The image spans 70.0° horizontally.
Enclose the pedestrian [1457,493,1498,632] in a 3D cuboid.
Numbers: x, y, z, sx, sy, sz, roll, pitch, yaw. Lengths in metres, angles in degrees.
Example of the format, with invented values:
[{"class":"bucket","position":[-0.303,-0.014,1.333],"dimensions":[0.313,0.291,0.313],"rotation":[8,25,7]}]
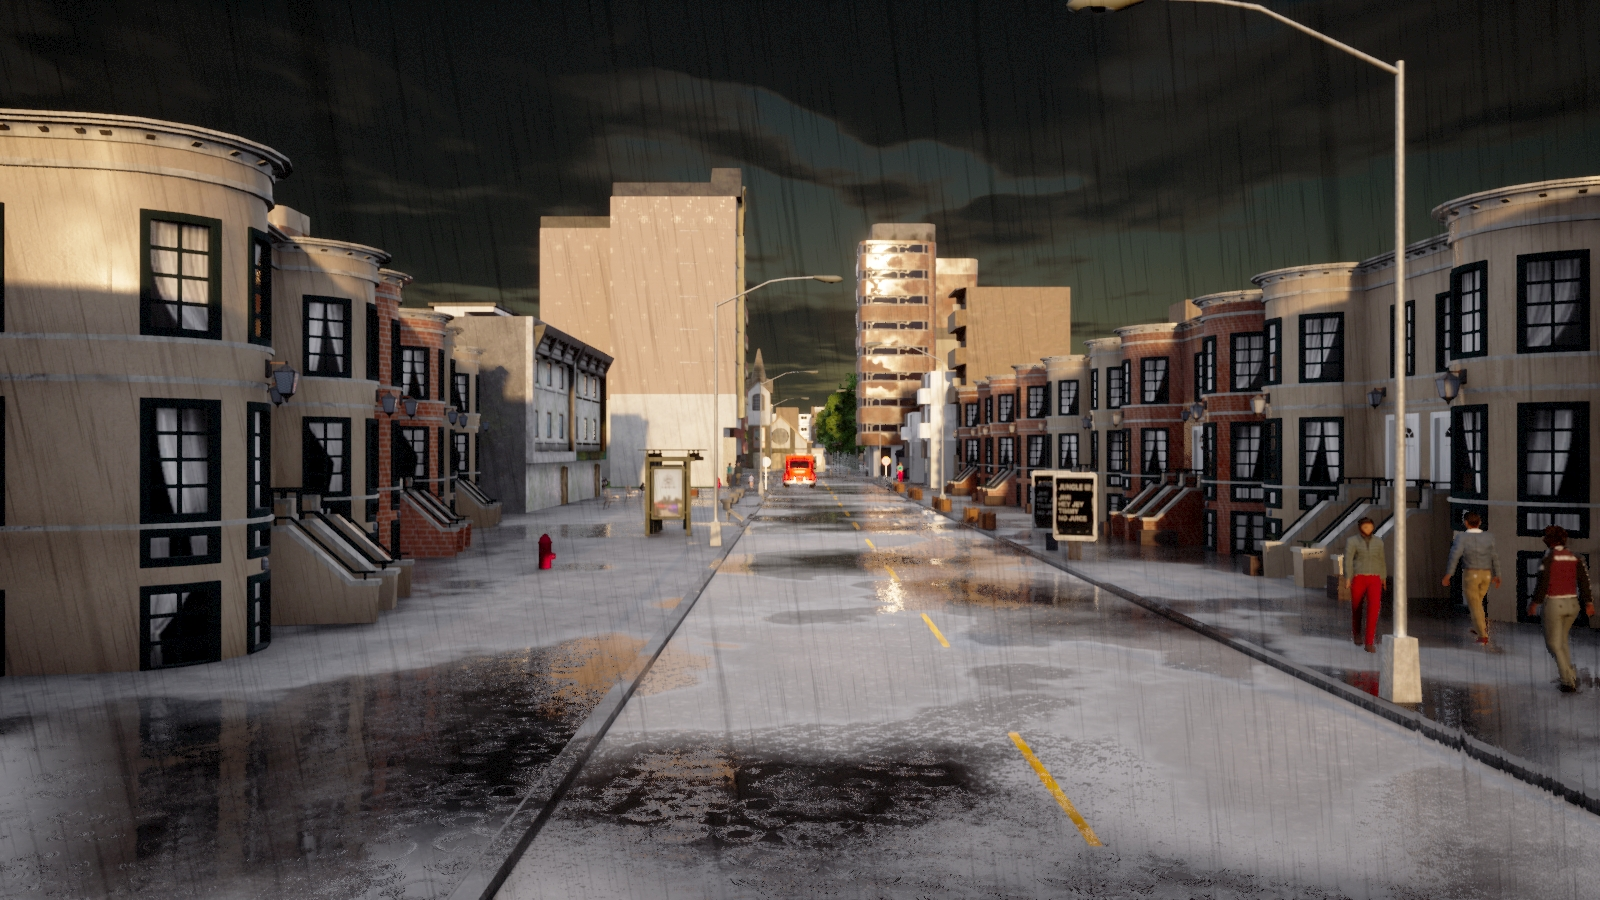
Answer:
[{"class":"pedestrian","position":[9.295,1.531,15.678],"dimensions":[0.375,1.860,0.375],"rotation":[0,0,9]}]

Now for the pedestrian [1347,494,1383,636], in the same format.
[{"class":"pedestrian","position":[7.595,1.532,15.373],"dimensions":[0.375,1.860,0.375],"rotation":[0,0,17]}]

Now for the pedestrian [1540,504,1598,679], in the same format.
[{"class":"pedestrian","position":[8.400,1.529,12.484],"dimensions":[0.375,1.860,0.375],"rotation":[0,0,-2]}]
